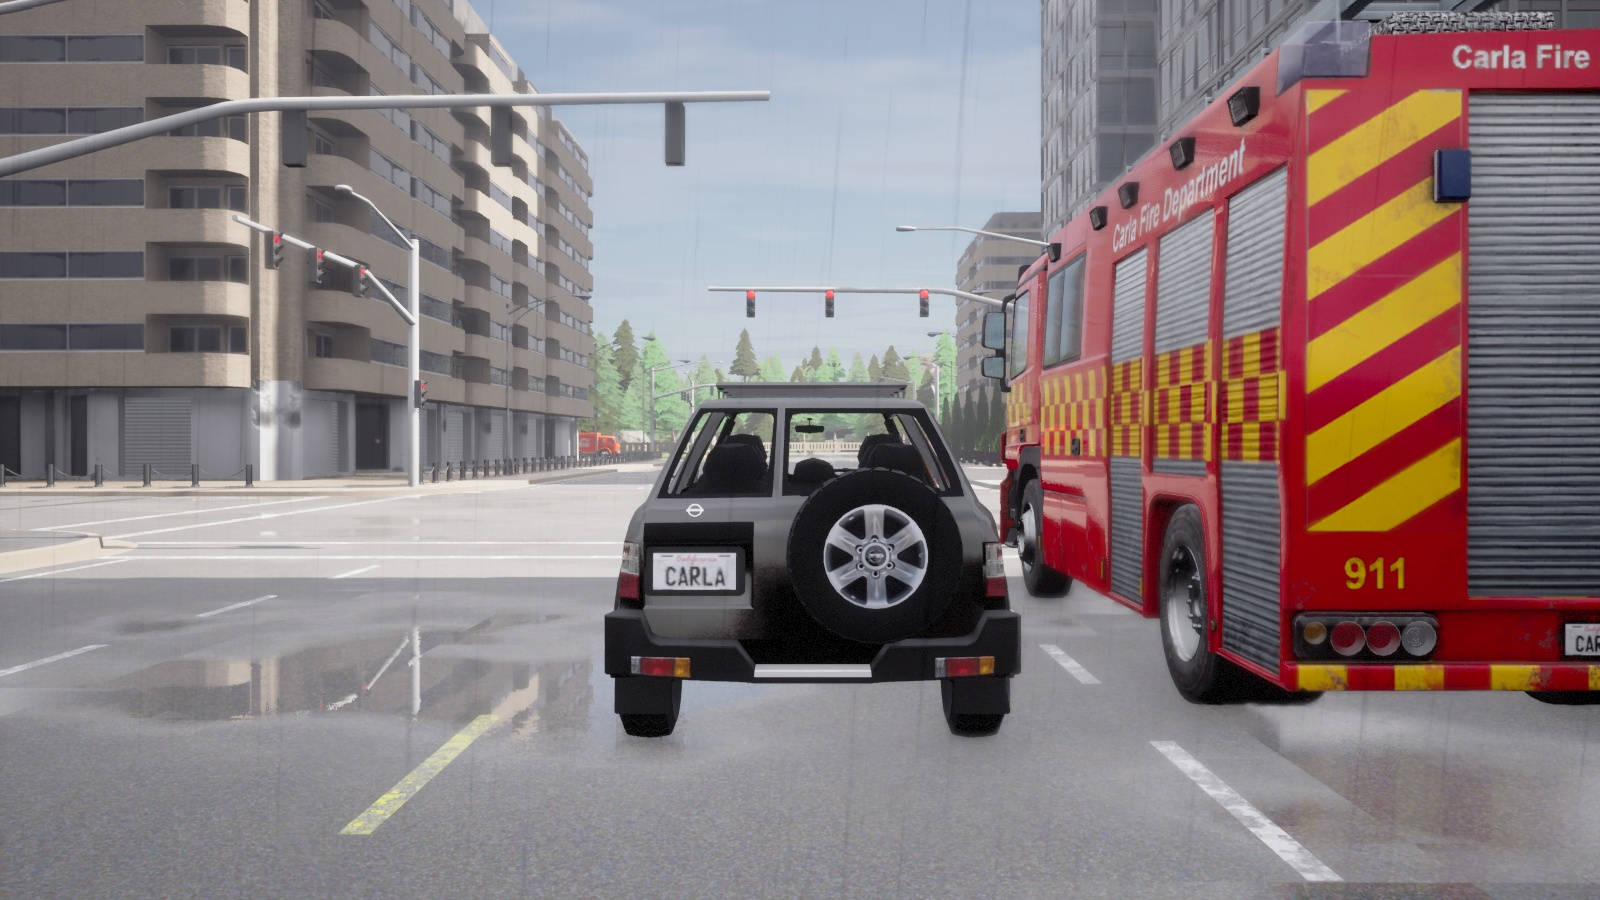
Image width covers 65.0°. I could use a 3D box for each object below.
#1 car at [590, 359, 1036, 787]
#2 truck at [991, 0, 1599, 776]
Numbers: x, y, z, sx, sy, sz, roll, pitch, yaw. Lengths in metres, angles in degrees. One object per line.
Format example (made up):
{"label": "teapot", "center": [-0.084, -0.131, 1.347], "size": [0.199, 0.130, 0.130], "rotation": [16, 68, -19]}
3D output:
{"label": "car", "center": [0.061, 0.520, 7.741], "size": [1.932, 1.855, 4.605], "rotation": [0, 0, 0]}
{"label": "truck", "center": [3.573, -0.471, 9.880], "size": [2.891, 3.827, 8.468], "rotation": [0, 0, 0]}
